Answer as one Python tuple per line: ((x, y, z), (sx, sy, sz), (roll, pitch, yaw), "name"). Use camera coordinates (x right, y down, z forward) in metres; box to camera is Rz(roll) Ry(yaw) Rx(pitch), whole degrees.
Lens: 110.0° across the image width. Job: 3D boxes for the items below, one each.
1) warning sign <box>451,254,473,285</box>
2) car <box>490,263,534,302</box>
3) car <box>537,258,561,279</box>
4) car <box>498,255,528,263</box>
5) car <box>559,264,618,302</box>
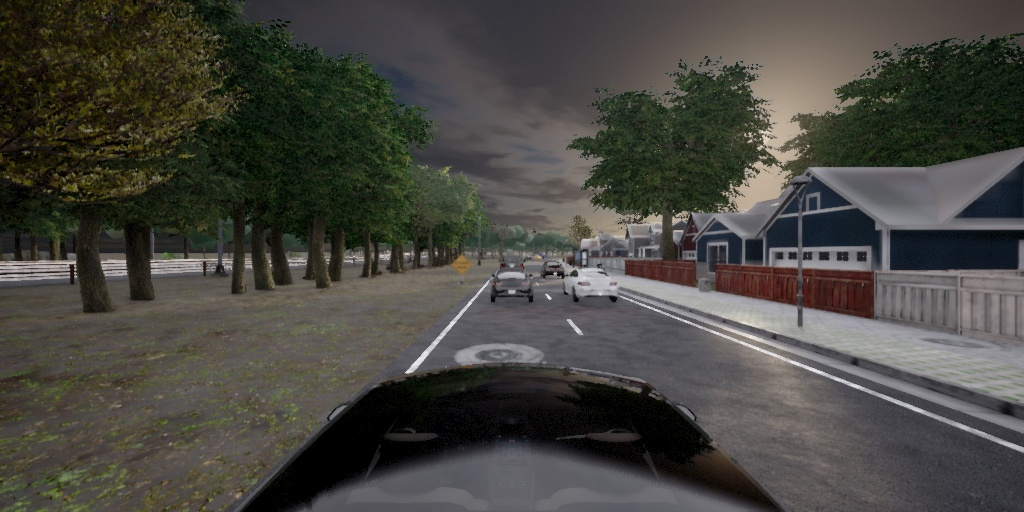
((-3.050, 0.813, 21.872), (1.300, 1.860, 1.060), (0, 0, 0), "warning sign")
((0.000, 1.249, 16.500), (1.812, 1.442, 4.674), (0, 0, 0), "car")
((3.500, 1.171, 31.498), (1.837, 1.490, 4.892), (0, 0, 0), "car")
((0.000, 0.912, 31.527), (2.150, 2.045, 5.566), (0, 0, 0), "car")
((3.500, 1.249, 16.499), (1.812, 1.442, 4.674), (0, 0, 0), "car")
